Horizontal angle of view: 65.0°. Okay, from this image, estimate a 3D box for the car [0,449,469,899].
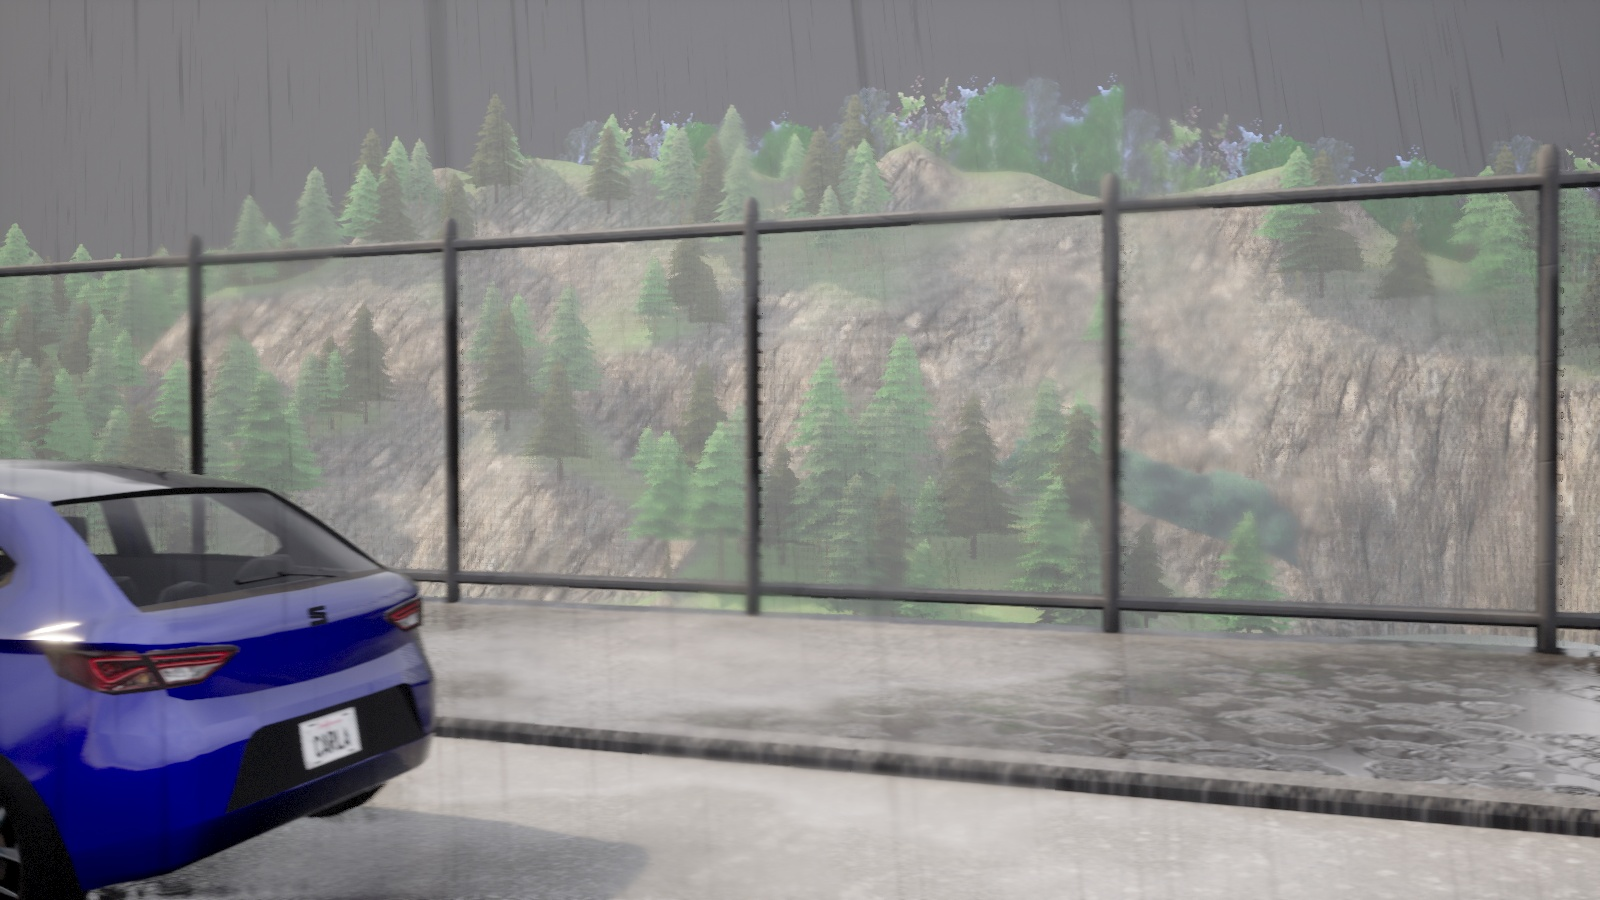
[{"bbox_3d":[-3.629,0.747,4.942,4.193,1.474,1.816,1,1,19],"label":"car"}]
